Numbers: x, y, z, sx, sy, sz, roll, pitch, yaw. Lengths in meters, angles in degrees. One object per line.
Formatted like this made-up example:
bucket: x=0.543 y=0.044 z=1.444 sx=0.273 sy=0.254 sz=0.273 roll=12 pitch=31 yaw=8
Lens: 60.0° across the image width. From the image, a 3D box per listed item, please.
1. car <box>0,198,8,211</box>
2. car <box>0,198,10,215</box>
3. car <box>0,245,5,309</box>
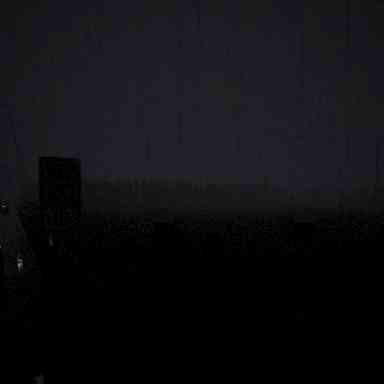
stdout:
car: x=-24.486 y=1.533 z=42.382 sx=1.812 sy=1.442 sz=4.674 roll=0 pitch=0 yaw=-29
car: x=-19.471 y=1.537 z=33.347 sx=1.812 sy=1.442 sz=4.674 roll=0 pitch=0 yaw=-28
car: x=-4.732 y=1.567 z=6.377 sx=1.994 sy=1.385 sz=4.181 roll=0 pitch=0 yaw=-29
